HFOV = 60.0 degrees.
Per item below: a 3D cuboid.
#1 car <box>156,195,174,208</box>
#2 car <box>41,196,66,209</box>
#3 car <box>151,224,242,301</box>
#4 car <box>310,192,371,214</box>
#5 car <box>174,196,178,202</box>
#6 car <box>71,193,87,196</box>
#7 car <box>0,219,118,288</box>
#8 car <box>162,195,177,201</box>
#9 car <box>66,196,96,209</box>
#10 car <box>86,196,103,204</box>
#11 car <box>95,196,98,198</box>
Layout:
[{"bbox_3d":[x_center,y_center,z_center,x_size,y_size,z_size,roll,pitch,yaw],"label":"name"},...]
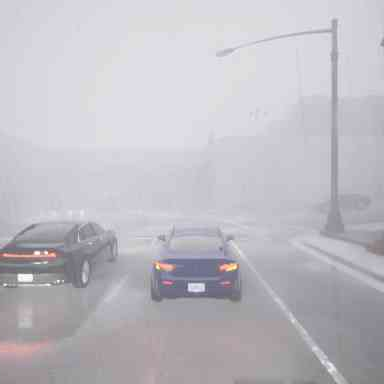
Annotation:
[{"bbox_3d":[-4.062,1.345,48.160,2.097,1.767,4.553,0,0,-1],"label":"car"},{"bbox_3d":[-18.150,1.346,43.921,2.097,1.767,4.553,0,0,-1],"label":"car"},{"bbox_3d":[0.098,1.524,8.195,1.812,1.442,4.674,0,0,0],"label":"car"},{"bbox_3d":[12.565,0.887,28.345,4.892,1.490,1.837,-7,0,0],"label":"car"},{"bbox_3d":[-4.400,1.513,76.643,1.812,1.442,4.674,0,0,10],"label":"car"},{"bbox_3d":[-18.357,1.214,53.473,2.150,2.045,5.566,0,0,-1],"label":"car"},{"bbox_3d":[-3.391,1.503,9.211,1.837,1.490,4.892,0,0,0],"label":"car"},{"bbox_3d":[-5.712,1.540,85.254,1.994,1.385,4.181,0,0,24],"label":"car"},{"bbox_3d":[-14.659,1.594,44.284,1.895,1.301,4.718,0,0,-1],"label":"car"},{"bbox_3d":[-18.532,1.496,63.622,1.837,1.490,4.892,0,0,-1],"label":"car"},{"bbox_3d":[-14.862,1.470,53.680,1.882,1.535,5.008,0,0,-1],"label":"car"}]
